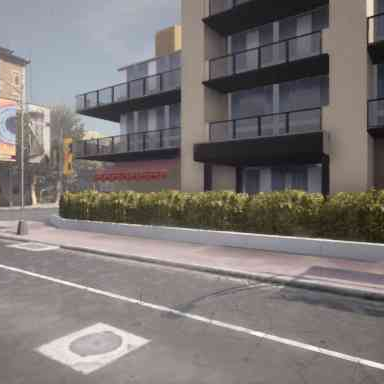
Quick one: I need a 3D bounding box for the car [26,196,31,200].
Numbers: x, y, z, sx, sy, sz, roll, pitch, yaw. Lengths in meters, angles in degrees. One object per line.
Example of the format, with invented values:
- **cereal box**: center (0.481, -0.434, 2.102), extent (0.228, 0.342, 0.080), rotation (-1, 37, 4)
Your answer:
- **car**: center (-36.660, 1.481, 72.071), extent (4.892, 1.521, 2.231), rotation (0, 0, 35)
